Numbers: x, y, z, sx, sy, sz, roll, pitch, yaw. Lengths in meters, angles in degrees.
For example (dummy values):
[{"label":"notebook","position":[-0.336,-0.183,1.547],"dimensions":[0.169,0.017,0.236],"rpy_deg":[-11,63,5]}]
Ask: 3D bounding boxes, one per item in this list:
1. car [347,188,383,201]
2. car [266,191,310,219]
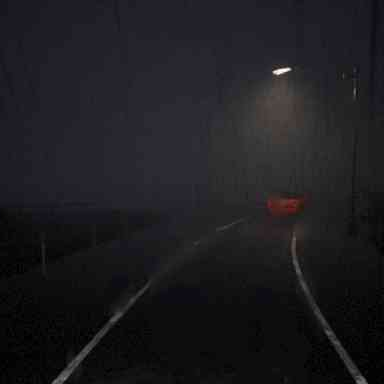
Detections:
[{"label":"car","position":[19.448,0.251,37.097],"dimensions":[5.357,1.411,2.033],"rpy_deg":[-2,3,-37]},{"label":"car","position":[6.545,0.687,22.321],"dimensions":[2.097,1.767,4.553],"rpy_deg":[2,3,28]}]
